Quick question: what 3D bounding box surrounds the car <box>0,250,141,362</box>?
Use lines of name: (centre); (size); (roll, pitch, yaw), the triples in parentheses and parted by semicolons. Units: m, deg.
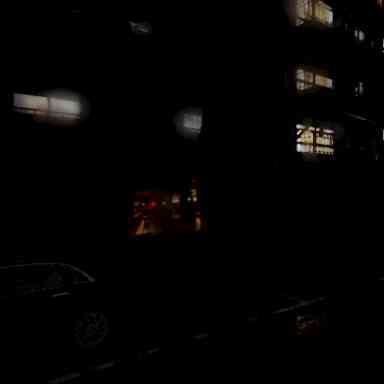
car: (-2.857, 1.551, 4.533); (4.403, 1.369, 2.008); (0, -1, -35)
